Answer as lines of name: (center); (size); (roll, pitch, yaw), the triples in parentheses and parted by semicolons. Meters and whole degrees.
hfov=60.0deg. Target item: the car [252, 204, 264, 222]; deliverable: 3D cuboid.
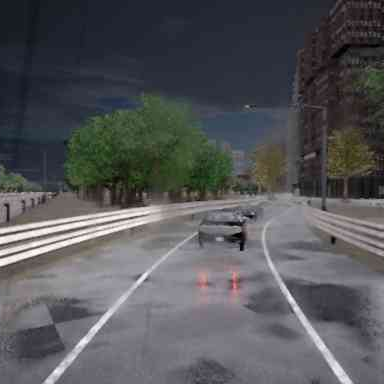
car: (4.667, 1.617, 26.940); (1.895, 1.301, 4.718); (0, 0, 19)

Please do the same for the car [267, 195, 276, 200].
car: (21.216, 1.502, 88.780); (1.812, 1.442, 4.674); (0, 0, 3)

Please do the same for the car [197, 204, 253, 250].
car: (1.440, 1.498, 14.465); (2.128, 1.511, 4.902); (0, 0, 10)
